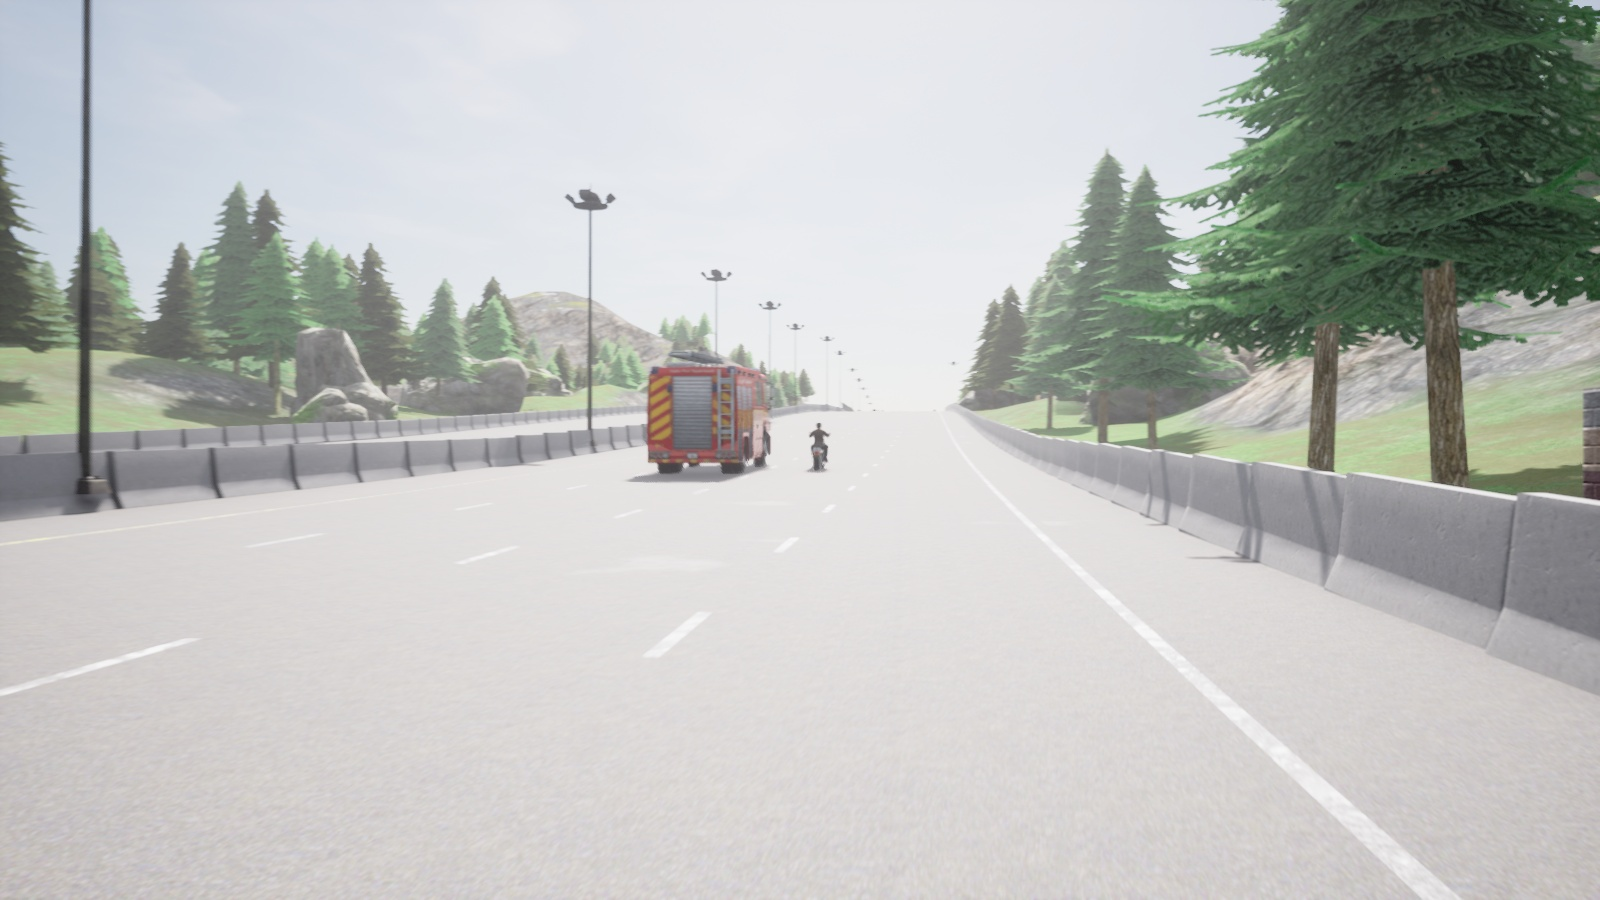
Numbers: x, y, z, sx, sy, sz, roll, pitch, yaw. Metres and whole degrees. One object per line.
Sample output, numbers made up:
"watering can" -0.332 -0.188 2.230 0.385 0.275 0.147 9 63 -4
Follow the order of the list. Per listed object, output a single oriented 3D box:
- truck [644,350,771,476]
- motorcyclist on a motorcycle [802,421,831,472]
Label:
"truck" -2.946 -1.260 42.688 2.891 3.827 8.468 0 2 6
"motorcyclist on a motorcycle" 0.571 -0.146 42.716 0.766 1.649 2.350 0 2 6
